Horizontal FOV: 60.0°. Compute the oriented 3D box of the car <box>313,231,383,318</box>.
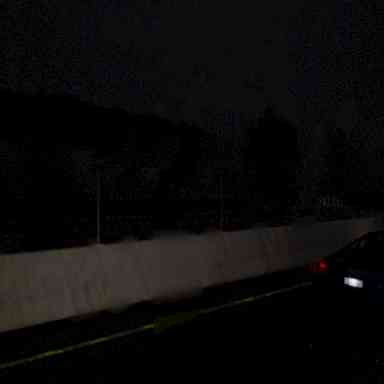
[{"bbox_3d":[4.440,1.522,6.939,4.181,1.385,1.994,-1,0,-35],"label":"car"}]
